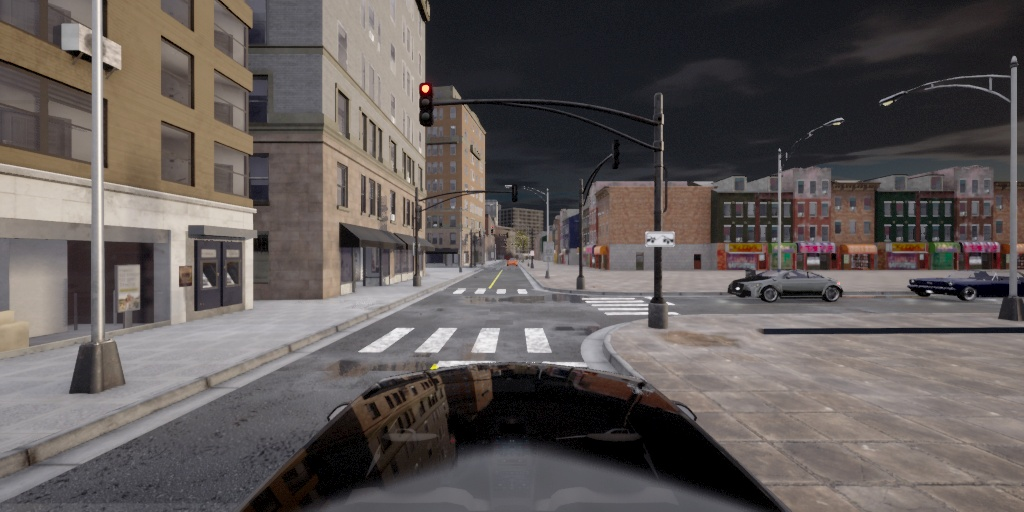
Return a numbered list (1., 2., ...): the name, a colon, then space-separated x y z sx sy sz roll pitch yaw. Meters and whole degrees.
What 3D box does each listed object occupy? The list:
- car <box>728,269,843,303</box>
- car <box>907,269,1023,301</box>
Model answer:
1. car: 12.036 1.262 15.957 4.181 1.385 1.994 0 0 0
2. car: 20.822 1.266 16.007 4.718 1.301 1.895 0 0 0
